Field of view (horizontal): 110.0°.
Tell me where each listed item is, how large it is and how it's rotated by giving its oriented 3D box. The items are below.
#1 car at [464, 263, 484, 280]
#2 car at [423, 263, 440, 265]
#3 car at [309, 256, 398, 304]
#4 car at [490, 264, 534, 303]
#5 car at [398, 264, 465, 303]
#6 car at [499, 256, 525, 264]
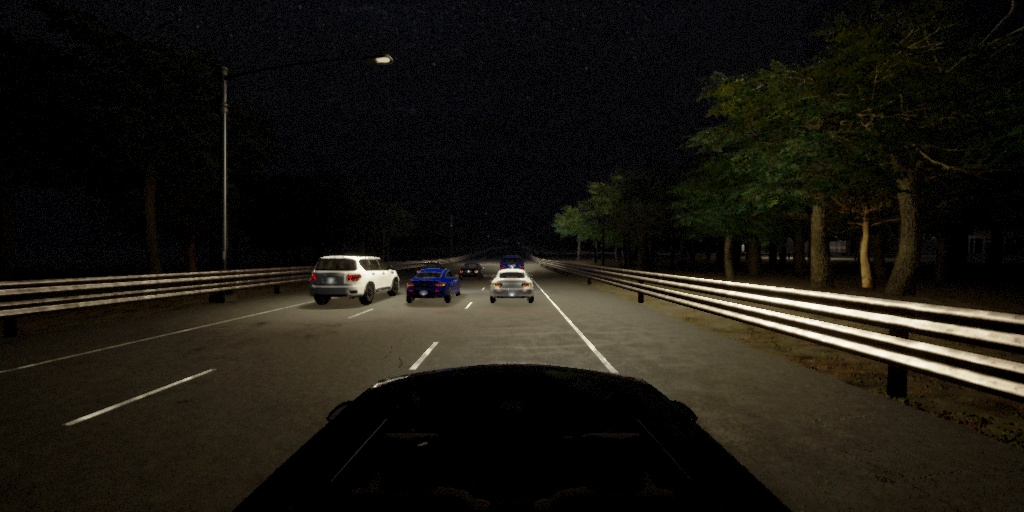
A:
[{"bbox_3d":[-3.499,1.313,31.512,2.033,1.411,5.357,0,0,0],"label":"car"},{"bbox_3d":[-6.999,1.313,31.512,2.033,1.411,5.357,0,0,0],"label":"car"},{"bbox_3d":[-6.999,1.014,16.536,2.150,2.045,5.566,0,0,0],"label":"car"},{"bbox_3d":[0.000,1.289,16.507,1.812,1.442,4.674,0,0,0],"label":"car"},{"bbox_3d":[-3.499,1.289,16.507,1.812,1.442,4.674,0,0,0],"label":"car"},{"bbox_3d":[0.001,1.007,31.540,2.150,2.045,5.566,0,0,0],"label":"car"}]
